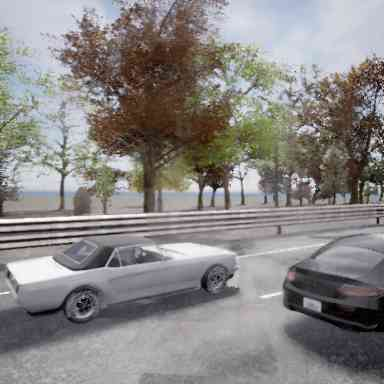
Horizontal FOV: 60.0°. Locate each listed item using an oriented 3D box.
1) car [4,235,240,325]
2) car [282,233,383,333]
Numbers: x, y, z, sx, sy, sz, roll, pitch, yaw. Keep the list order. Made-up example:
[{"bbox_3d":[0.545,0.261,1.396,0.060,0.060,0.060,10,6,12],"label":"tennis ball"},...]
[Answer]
[{"bbox_3d":[-1.232,1.590,7.118,4.718,1.301,1.895,0,0,-35],"label":"car"},{"bbox_3d":[3.682,1.516,6.292,4.674,1.442,1.812,0,0,-35],"label":"car"}]
